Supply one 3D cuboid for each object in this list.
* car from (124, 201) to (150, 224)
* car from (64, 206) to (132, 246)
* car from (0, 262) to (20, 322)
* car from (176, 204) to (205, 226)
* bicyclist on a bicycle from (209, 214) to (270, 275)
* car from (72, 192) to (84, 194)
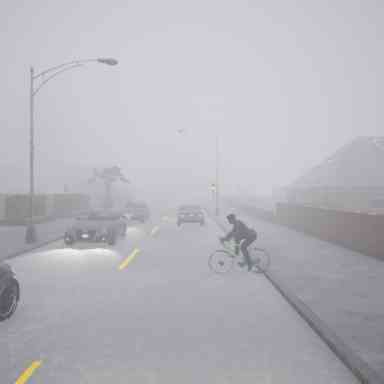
[{"bbox_3d":[-4.292,1.482,24.981,2.128,1.511,4.902,0,0,0],"label":"car"},{"bbox_3d":[-4.246,1.558,15.204,1.994,1.385,4.181,0,0,0],"label":"car"},{"bbox_3d":[-4.138,1.563,4.422,1.994,1.385,4.181,0,0,-1],"label":"car"},{"bbox_3d":[-0.143,1.539,23.367,2.033,1.411,5.357,0,0,-2],"label":"car"},{"bbox_3d":[1.244,1.406,8.908,1.656,1.620,0.582,-2,0,-1],"label":"bicyclist on a bicycle"},{"bbox_3d":[-20.413,0.966,58.051,1.905,1.878,3.866,0,0,34],"label":"car"}]
